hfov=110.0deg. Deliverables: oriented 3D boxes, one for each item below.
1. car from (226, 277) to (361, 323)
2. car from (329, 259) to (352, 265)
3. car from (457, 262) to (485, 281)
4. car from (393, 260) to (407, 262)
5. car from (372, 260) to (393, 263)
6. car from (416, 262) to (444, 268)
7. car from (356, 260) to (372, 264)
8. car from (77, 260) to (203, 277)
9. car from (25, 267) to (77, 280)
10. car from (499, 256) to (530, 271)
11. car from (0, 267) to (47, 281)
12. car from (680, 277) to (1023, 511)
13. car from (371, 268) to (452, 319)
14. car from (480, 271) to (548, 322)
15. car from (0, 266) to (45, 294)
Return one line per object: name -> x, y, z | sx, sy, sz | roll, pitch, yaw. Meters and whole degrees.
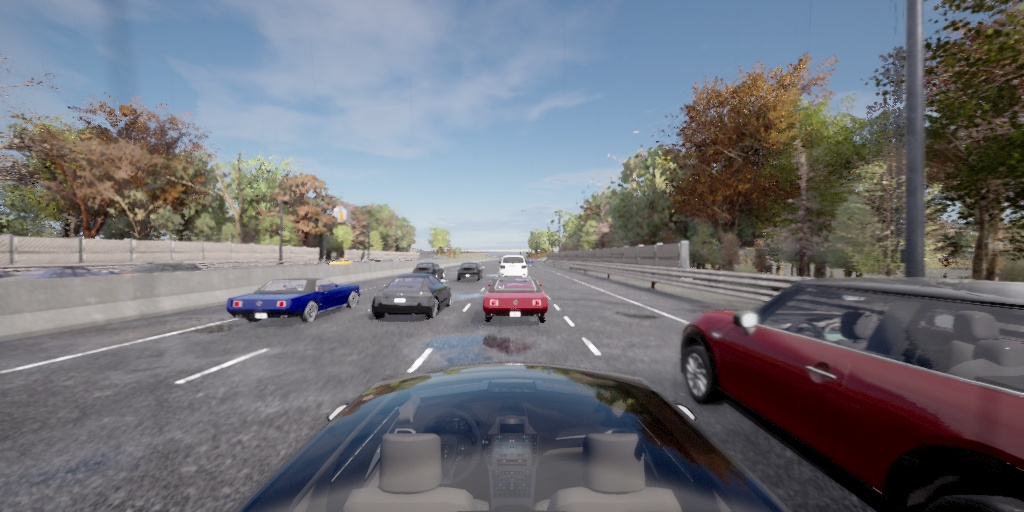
car -> -6.901, 1.352, 12.098 | 1.895, 1.301, 4.718 | 0, 0, 0
car -> -28.031, 1.263, 58.818 | 1.882, 1.535, 5.008 | 0, 0, 1
car -> -3.404, 1.265, 29.989 | 1.837, 1.490, 4.892 | 0, 0, 0
car -> -17.536, 1.386, 59.199 | 1.895, 1.301, 4.718 | 0, 0, 1
car -> -21.034, 1.334, 60.081 | 2.033, 1.411, 5.357 | 0, 0, 1
car -> -6.904, 1.265, 30.005 | 1.837, 1.490, 4.892 | 0, 0, 0
car -> -24.520, 1.388, 60.558 | 1.895, 1.301, 4.718 | 0, 0, 0
car -> -17.601, 1.106, 17.728 | 2.097, 1.767, 4.553 | 0, 0, 0
car -> -21.102, 1.355, 18.675 | 1.895, 1.301, 4.718 | 0, 0, 0
car -> 0.096, 0.981, 29.180 | 2.150, 2.045, 5.566 | 0, 0, 0
car -> -24.603, 1.302, 19.408 | 2.033, 1.411, 5.357 | 0, 0, 0
car -> 3.386, 0.964, 3.264 | 2.097, 1.767, 4.553 | 0, 0, 2
car -> -3.402, 1.315, 12.879 | 1.994, 1.385, 4.181 | 0, 0, 0
car -> 0.098, 1.352, 12.351 | 1.895, 1.301, 4.718 | 0, 0, 0
car -> -28.102, 1.302, 18.098 | 2.033, 1.411, 5.357 | 0, 0, 0
